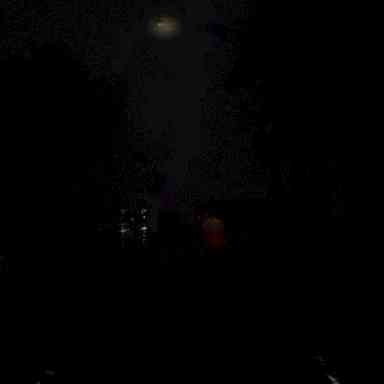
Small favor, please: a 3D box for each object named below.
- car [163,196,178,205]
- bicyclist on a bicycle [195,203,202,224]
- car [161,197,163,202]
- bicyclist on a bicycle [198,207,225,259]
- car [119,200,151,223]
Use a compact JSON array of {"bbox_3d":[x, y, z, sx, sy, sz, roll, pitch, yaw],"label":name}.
[{"bbox_3d":[-3.511,1.580,57.785,2.033,1.411,5.357,0,0,-7],"label":"car"},{"bbox_3d":[0.456,1.510,20.517,0.582,1.620,1.656,0,0,-3],"label":"bicyclist on a bicycle"},{"bbox_3d":[-5.750,1.492,73.449,2.033,1.411,5.357,0,0,-9],"label":"car"},{"bbox_3d":[0.773,1.473,11.777,0.866,1.612,1.509,0,0,-1],"label":"bicyclist on a bicycle"},{"bbox_3d":[-4.413,1.418,26.240,2.097,1.767,4.553,0,0,-3],"label":"car"}]
